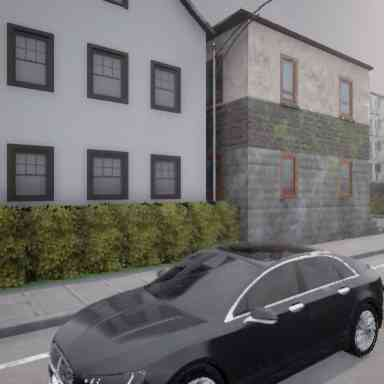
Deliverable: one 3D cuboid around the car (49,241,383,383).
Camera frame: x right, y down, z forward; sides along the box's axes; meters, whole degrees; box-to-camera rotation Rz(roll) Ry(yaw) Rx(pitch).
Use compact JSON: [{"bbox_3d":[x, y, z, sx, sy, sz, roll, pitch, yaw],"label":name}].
[{"bbox_3d":[0.718,1.504,4.481,4.892,1.490,1.837,0,0,-35],"label":"car"}]
